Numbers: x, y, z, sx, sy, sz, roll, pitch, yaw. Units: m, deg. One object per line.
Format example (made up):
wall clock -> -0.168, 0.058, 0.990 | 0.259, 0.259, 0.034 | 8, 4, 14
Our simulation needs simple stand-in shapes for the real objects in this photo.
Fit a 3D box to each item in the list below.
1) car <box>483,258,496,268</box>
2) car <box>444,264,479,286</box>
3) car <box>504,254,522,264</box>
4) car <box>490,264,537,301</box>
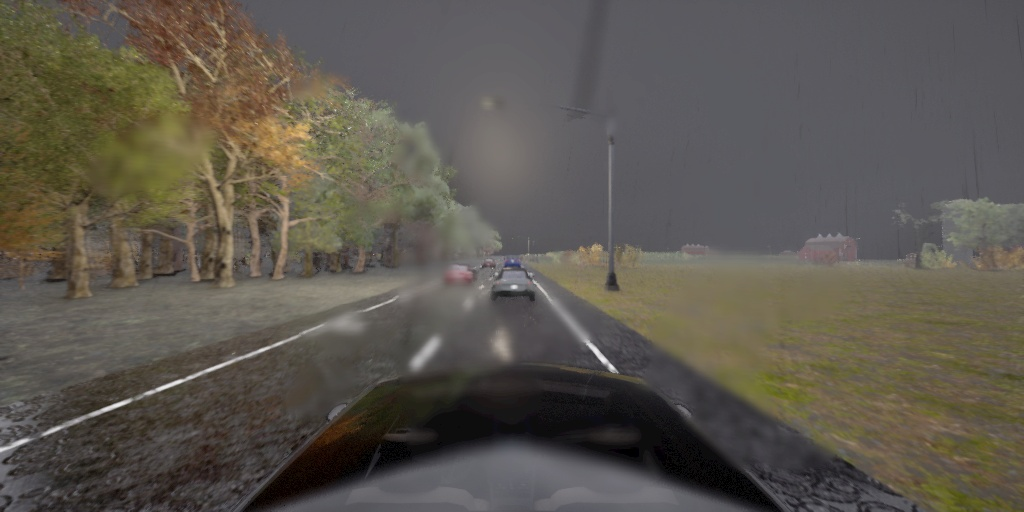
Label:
car -> -3.414, 1.083, 54.089 | 1.812, 1.442, 4.674 | 0, 0, 0
car -> -3.406, 1.233, 24.793 | 1.994, 1.385, 4.181 | 0, 0, 0
car -> 0.089, 0.802, 47.824 | 2.150, 2.045, 5.566 | 0, 0, 0
car -> 0.096, 1.261, 17.030 | 1.994, 1.385, 4.181 | 0, 0, 0
